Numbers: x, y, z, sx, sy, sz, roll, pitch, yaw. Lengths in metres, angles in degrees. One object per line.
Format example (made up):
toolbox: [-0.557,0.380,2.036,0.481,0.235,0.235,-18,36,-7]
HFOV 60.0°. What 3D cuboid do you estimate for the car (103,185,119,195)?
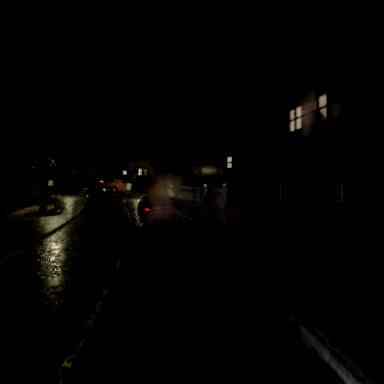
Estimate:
car: [-12.130,-0.322,49.494,2.128,1.511,4.902,-1,2,-22]

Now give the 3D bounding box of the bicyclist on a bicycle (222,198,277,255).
bicyclist on a bicycle: [1.657,1.003,9.541,1.656,1.620,0.582,0,2,-6]

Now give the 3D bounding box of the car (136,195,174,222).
car: [-2.273,0.897,19.887,2.033,1.411,5.357,0,2,-12]

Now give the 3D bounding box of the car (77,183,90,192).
car: [-19.829,-0.820,60.702,2.128,1.511,4.902,-1,3,-22]
